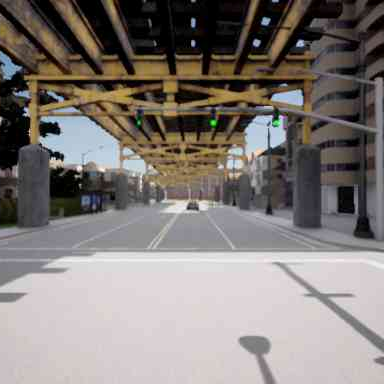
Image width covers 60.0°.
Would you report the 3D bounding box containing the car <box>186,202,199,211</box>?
[{"bbox_3d":[0.104,2.140,51.092,1.994,1.385,4.181,0,-1,0],"label":"car"}]
